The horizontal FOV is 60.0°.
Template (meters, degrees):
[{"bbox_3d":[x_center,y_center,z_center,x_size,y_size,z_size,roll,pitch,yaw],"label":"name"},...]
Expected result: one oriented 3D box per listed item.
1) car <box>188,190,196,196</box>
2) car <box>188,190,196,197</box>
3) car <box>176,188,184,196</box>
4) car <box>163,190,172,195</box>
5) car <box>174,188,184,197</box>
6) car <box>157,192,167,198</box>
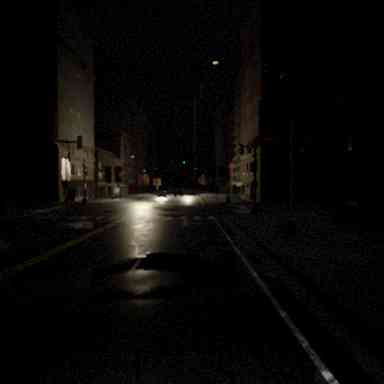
[{"bbox_3d":[-0.010,0.212,92.830,2.033,1.411,5.357,0,1,0],"label":"car"},{"bbox_3d":[-0.009,0.414,82.412,1.837,1.490,4.892,0,1,0],"label":"car"},{"bbox_3d":[-3.260,-0.103,92.856,2.150,2.045,5.566,0,1,0],"label":"car"},{"bbox_3d":[-6.509,0.146,87.423,1.994,1.385,4.181,0,1,0],"label":"car"},{"bbox_3d":[-3.259,0.139,82.438,2.150,2.045,5.566,0,1,0],"label":"car"},{"bbox_3d":[-6.507,0.648,71.808,1.895,1.301,4.718,0,1,0],"label":"car"}]
